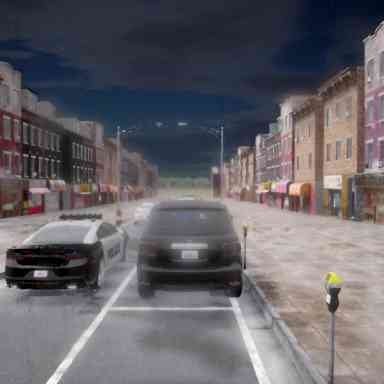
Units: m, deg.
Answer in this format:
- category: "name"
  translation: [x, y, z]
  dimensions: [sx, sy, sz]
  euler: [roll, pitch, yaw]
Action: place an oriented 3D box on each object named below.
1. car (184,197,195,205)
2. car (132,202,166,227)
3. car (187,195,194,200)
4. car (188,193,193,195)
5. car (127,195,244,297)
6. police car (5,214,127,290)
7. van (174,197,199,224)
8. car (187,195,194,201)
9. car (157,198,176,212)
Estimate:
- category: "car"
  translation: [-0.397, 1.562, 58.737]
  dimensions: [1.802, 1.307, 4.206]
  euler: [-1, 0, 0]
- category: "car"
  translation: [-2.945, 1.516, 23.879]
  dimensions: [1.812, 1.442, 4.674]
  euler: [0, 0, 0]
- category: "car"
  translation: [-0.397, 1.541, 91.932]
  dimensions: [1.947, 1.339, 4.313]
  euler: [-1, 0, 0]
- category: "car"
  translation: [-0.404, 1.302, 36.607]
  dimensions: [2.192, 1.841, 5.009]
  euler: [-1, 0, 0]
- category: "car"
  translation: [-0.039, 1.224, 8.682]
  dimensions: [2.150, 2.045, 5.566]
  euler: [0, 0, 0]
- category: "police car"
  translation: [-3.021, 1.421, 9.227]
  dimensions: [1.930, 1.638, 5.238]
  euler: [0, 0, 0]
- category: "van"
  translation: [-0.403, 1.331, 25.542]
  dimensions: [1.690, 1.788, 3.998]
  euler: [-1, 0, 0]
- category: "car"
  translation: [-0.398, 1.541, 86.399]
  dimensions: [1.947, 1.339, 4.313]
  euler: [-1, 0, 0]
- category: "car"
  translation: [-2.941, 1.463, 39.500]
  dimensions: [1.882, 1.535, 5.008]
  euler: [0, 0, 0]
